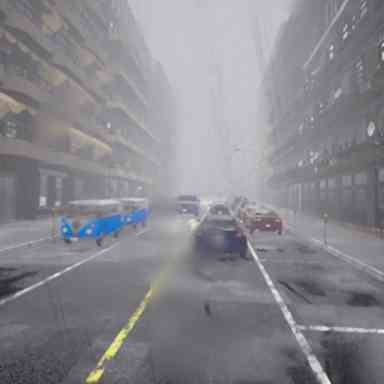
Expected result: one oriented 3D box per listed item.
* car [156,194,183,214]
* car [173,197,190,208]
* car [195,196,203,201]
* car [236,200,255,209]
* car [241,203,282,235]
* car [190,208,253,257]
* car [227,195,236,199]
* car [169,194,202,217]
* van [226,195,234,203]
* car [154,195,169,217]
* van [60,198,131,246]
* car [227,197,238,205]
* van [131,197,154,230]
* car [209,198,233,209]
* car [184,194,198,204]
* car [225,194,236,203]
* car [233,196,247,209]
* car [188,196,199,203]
[{"bbox_3d":[-2.363,1.251,36.562,2.192,1.841,5.009,2,0,5],"label":"car"},{"bbox_3d":[-1.452,1.525,47.587,1.947,1.339,4.313,2,0,5],"label":"car"},{"bbox_3d":[1.769,1.686,86.167,1.802,1.307,4.206,2,0,5],"label":"car"},{"bbox_3d":[4.552,1.608,24.822,1.887,1.381,4.507,2,0,5],"label":"car"},{"bbox_3d":[4.092,1.600,19.312,1.887,1.381,4.507,2,0,5],"label":"car"},{"bbox_3d":[1.084,1.567,13.147,1.994,1.385,4.181,1,0,5],"label":"car"},{"bbox_3d":[5.910,1.406,41.361,2.192,1.841,5.009,2,0,5],"label":"car"},{"bbox_3d":[-0.380,1.192,30.714,2.150,2.045,5.566,1,0,5],"label":"car"},{"bbox_3d":[9.132,1.564,79.947,1.690,1.788,3.998,2,0,5],"label":"van"},{"bbox_3d":[-2.824,1.241,31.051,2.192,1.841,5.009,2,0,5],"label":"car"},{"bbox_3d":[-4.206,1.245,14.516,1.690,1.788,3.998,3,0,5],"label":"van"},{"bbox_3d":[7.741,1.736,63.410,1.802,1.307,4.206,2,0,5],"label":"car"},{"bbox_3d":[-3.746,1.251,20.029,1.690,1.788,3.998,3,0,5],"label":"van"},{"bbox_3d":[2.503,1.550,30.099,1.812,1.442,4.674,1,0,5],"label":"car"},{"bbox_3d":[-0.061,1.325,64.118,2.192,1.841,5.009,2,0,5],"label":"car"},{"bbox_3d":[8.673,1.513,74.434,2.192,1.841,5.009,2,0,5],"label":"car"},{"bbox_3d":[5.025,1.512,30.334,1.967,1.590,4.097,2,0,5],"label":"car"},{"bbox_3d":[0.390,1.575,69.631,1.887,1.381,4.507,2,0,5],"label":"car"}]
